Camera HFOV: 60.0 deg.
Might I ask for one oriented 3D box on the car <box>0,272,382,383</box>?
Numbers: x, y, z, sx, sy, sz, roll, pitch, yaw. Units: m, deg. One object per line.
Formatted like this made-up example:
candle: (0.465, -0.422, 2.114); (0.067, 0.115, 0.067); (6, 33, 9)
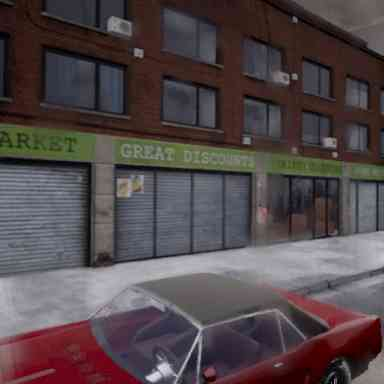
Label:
car: (-0.215, 1.616, 3.210); (4.718, 1.301, 1.895); (1, 0, -35)
